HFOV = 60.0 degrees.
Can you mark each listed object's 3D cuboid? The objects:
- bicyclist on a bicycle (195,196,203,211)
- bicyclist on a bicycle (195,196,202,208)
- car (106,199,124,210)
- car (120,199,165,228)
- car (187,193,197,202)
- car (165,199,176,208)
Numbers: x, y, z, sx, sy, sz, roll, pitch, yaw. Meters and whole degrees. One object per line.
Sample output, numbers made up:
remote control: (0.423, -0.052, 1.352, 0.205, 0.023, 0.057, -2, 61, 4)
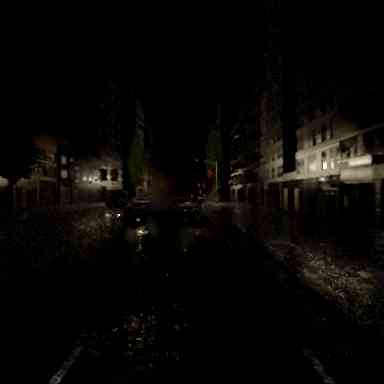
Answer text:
bicyclist on a bicycle: (0.875, 1.409, 37.999, 0.866, 1.612, 1.509, 0, 0, 0)
bicyclist on a bicycle: (0.919, 1.398, 47.107, 0.866, 1.612, 1.509, 0, 0, 0)
car: (-9.832, 1.567, 43.532, 1.895, 1.301, 4.718, 0, 0, 0)
car: (-3.150, 1.466, 21.993, 1.882, 1.535, 5.008, 0, 0, 0)
car: (0.002, 1.153, 72.396, 2.150, 2.045, 5.566, 0, 0, 0)
car: (-3.147, 1.565, 45.654, 1.895, 1.301, 4.718, 0, 0, 0)
